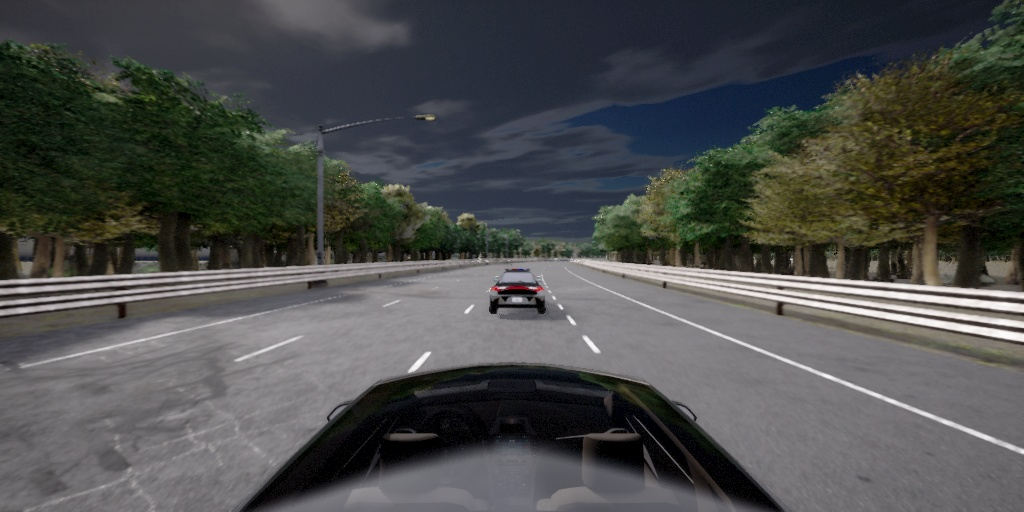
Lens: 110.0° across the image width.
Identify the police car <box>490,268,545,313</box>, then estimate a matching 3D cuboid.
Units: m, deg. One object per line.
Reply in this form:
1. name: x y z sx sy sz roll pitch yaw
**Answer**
1. police car: 0.217 1.280 14.290 2.038 1.542 4.974 0 0 1
